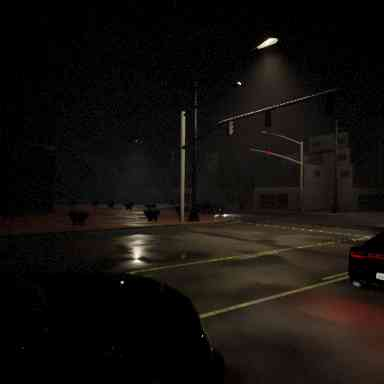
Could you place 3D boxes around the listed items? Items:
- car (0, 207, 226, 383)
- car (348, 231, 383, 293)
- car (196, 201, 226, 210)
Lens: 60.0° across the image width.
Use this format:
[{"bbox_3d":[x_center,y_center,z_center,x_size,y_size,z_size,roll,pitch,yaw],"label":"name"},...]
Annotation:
[{"bbox_3d":[-2.361,1.222,2.060,5.566,2.045,2.150,0,0,-36],"label":"car"},{"bbox_3d":[5.718,1.498,7.862,5.008,1.535,1.882,0,0,-35],"label":"car"},{"bbox_3d":[1.757,1.656,36.105,1.994,1.385,4.181,1,-1,-35],"label":"car"}]
